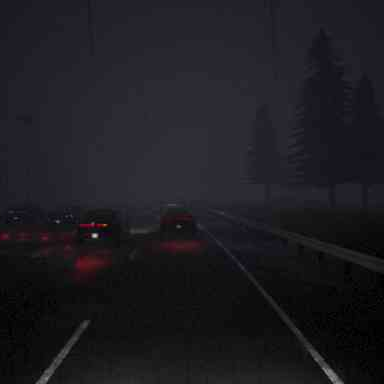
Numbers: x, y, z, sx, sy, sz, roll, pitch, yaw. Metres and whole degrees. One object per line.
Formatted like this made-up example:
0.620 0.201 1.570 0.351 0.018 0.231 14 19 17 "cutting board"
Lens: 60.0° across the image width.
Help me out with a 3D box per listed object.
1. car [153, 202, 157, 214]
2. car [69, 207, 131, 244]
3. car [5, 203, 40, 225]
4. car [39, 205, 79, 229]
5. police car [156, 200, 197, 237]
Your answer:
-3.136 1.574 35.867 1.812 1.442 4.674 0 0 -10 "car"
-4.145 1.536 16.005 1.837 1.490 4.892 0 0 -4 "car"
-12.071 1.557 24.640 2.128 1.511 4.902 0 0 -7 "car"
-8.234 1.576 22.111 1.812 1.442 4.674 0 0 -6 "car"
-0.840 1.448 18.487 1.930 1.638 5.238 0 0 -5 "police car"
